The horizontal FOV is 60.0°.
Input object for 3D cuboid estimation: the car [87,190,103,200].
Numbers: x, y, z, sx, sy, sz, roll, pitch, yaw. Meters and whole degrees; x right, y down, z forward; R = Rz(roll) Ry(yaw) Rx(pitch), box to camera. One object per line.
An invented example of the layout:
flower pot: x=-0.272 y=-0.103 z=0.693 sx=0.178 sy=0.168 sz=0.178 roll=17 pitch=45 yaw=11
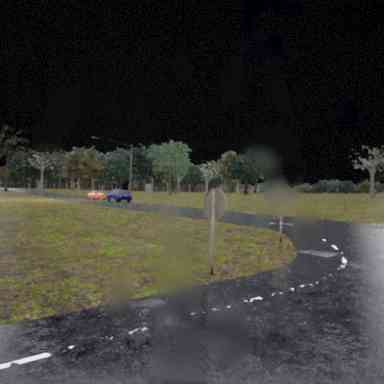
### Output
car: x=-17.237 y=0.503 z=59.648 sx=2.097 sy=1.767 sz=4.553 roll=2 pitch=0 yaw=-35

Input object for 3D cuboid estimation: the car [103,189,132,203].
car: x=-11.251 y=0.572 z=51.195 sx=2.150 sy=2.045 sz=5.566 roll=2 pitch=0 yaw=-35
